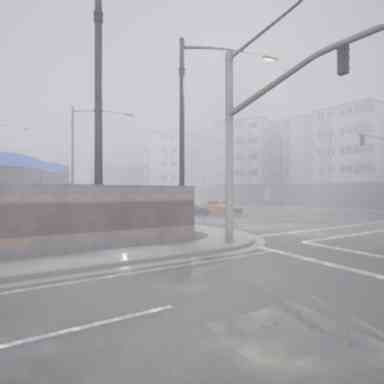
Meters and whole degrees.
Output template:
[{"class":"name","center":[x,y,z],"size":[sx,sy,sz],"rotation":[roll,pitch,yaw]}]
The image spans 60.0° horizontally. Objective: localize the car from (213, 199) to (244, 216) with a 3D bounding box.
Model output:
[{"class":"car","center":[2.807,1.448,31.792],"size":[1.882,1.535,5.008],"rotation":[0,0,-37]}]

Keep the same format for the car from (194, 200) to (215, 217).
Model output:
[{"class":"car","center":[-0.387,1.576,30.360],"size":[1.895,1.301,4.718],"rotation":[0,0,-36]}]
